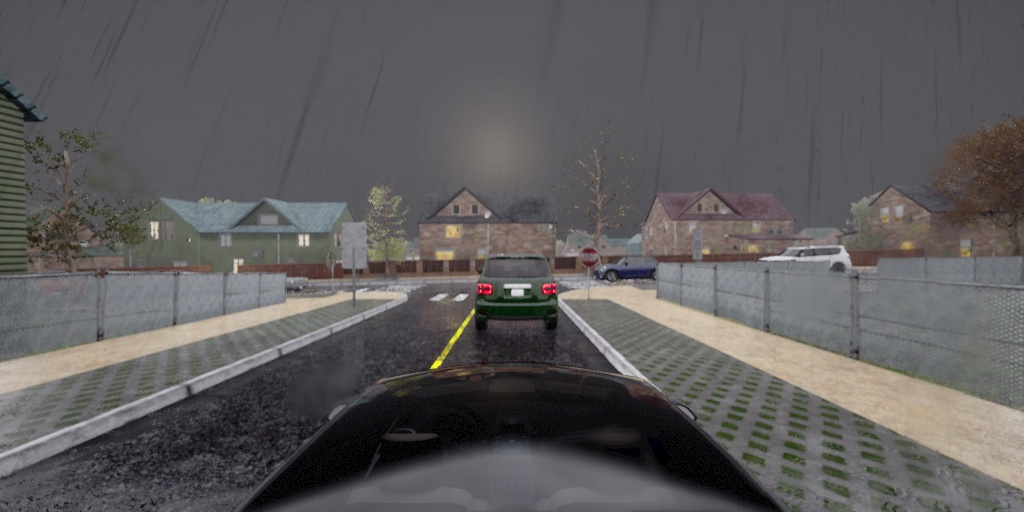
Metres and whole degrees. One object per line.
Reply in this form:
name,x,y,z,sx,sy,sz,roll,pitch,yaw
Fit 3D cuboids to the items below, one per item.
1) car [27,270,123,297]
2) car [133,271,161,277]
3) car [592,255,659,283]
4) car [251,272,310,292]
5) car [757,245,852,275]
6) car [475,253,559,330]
car,-26.434,1.646,21.392,4.553,1.767,2.097,-2,1,0
car,-25.315,1.739,24.350,4.674,1.442,1.812,-1,1,0
car,7.760,0.791,24.113,4.553,1.767,2.097,-1,1,-3
car,-14.800,1.619,21.389,4.718,1.301,1.895,-1,1,0
car,19.652,0.370,24.335,5.566,2.045,2.150,-2,1,0
car,0.077,0.944,11.114,2.150,2.045,5.566,0,0,-1
